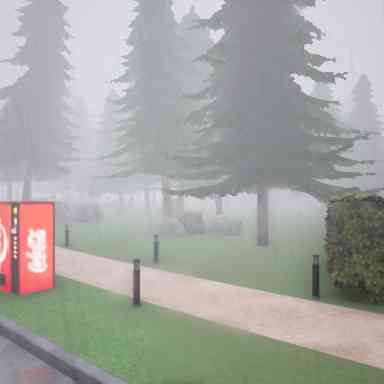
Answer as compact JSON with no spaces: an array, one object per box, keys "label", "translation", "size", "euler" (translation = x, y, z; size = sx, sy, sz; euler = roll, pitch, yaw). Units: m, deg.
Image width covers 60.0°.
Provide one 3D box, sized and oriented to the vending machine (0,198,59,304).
[{"label":"vending machine","translation":[-3.678,1.195,7.359],"size":[0.880,2.100,1.100],"euler":[0,0,40]}]
